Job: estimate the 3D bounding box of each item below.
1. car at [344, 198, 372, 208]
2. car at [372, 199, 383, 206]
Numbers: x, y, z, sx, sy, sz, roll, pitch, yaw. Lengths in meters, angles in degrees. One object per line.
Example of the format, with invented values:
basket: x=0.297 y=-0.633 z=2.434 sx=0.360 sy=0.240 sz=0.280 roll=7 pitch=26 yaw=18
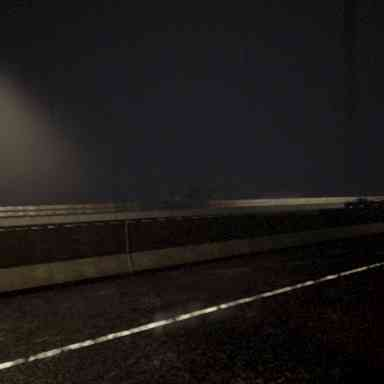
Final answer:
car: x=20.029 y=1.362 z=39.228 sx=4.718 sy=1.301 sz=1.895 roll=0 pitch=0 yaw=-34
car: x=22.220 y=1.268 z=36.480 sx=4.892 sy=1.490 sz=1.837 roll=0 pitch=0 yaw=-34
